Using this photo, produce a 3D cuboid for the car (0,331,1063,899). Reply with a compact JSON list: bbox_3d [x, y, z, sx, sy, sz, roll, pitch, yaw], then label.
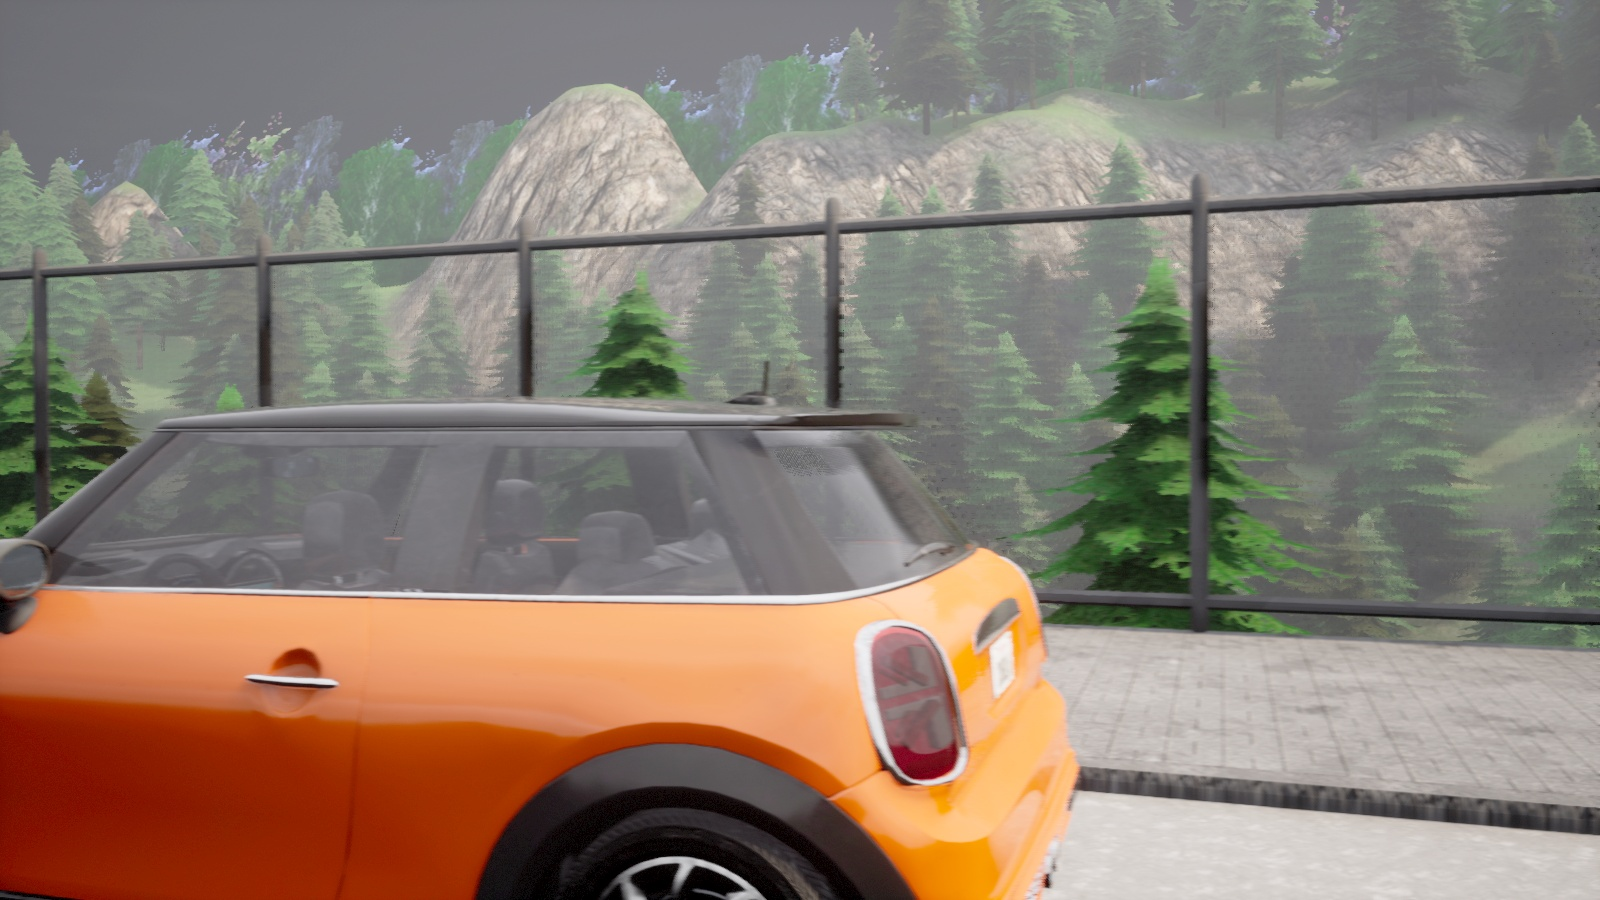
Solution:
[{"bbox_3d":[-1.554,0.611,4.239,4.553,1.767,2.097,1,1,19],"label":"car"}]
